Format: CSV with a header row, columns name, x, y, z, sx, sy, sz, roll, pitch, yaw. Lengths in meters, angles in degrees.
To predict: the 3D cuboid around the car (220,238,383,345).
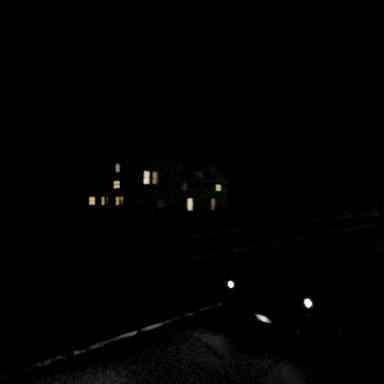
name,x,y,z,sx,sy,sz,roll,pitch,yaw
car,2.736,1.682,6.726,4.718,1.301,1.895,0,-1,-43
